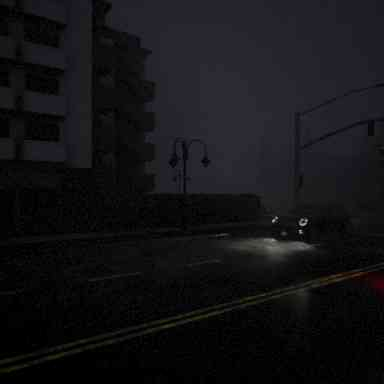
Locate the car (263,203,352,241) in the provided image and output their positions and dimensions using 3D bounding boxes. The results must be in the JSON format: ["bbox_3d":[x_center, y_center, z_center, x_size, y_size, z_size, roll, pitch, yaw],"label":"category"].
[{"bbox_3d":[6.073,1.352,16.805,4.553,1.767,2.097,0,0,-37],"label":"car"}]

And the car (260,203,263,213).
[{"bbox_3d":[5.991,1.491,34.494,2.128,1.511,4.902,0,0,-37],"label":"car"}]
